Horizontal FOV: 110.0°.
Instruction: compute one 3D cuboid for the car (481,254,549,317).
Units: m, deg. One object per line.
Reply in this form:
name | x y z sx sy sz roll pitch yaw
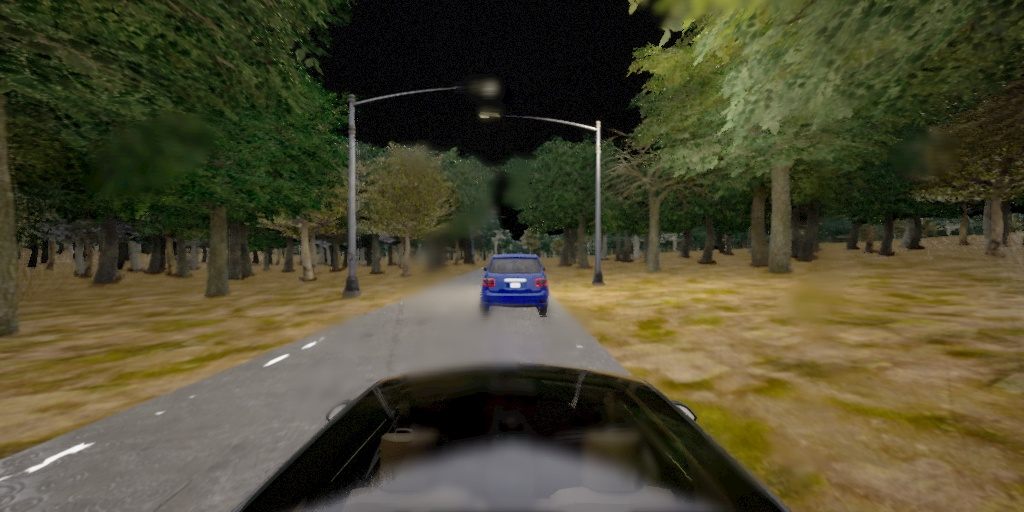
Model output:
car | 0.098 0.957 13.272 2.150 2.045 5.566 0 0 0
